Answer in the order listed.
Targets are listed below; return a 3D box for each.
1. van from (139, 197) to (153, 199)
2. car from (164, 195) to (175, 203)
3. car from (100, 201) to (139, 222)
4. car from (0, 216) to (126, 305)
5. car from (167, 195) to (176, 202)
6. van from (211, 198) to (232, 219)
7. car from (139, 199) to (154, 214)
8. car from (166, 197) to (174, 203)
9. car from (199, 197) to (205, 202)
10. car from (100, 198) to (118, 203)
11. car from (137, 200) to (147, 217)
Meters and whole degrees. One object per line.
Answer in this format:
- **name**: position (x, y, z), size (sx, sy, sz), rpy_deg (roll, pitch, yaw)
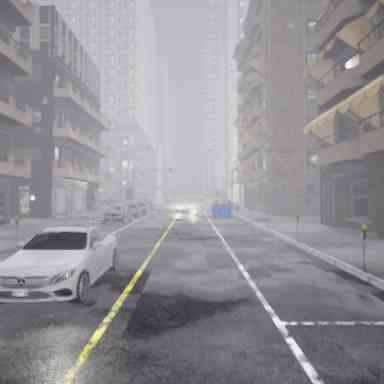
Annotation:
- **van**: position (-5.806, 1.564, 42.027), size (1.690, 1.788, 3.998), rpy_deg (1, 0, 0)
- **car**: position (-5.669, 1.863, 80.092), size (1.967, 1.590, 4.097), rpy_deg (1, 0, 0)
- **car**: position (-5.641, 1.686, 25.404), size (2.008, 1.369, 4.403), rpy_deg (1, 0, 0)
- **car**: position (-3.099, 1.571, 8.338), size (1.812, 1.442, 4.674), rpy_deg (0, 0, 0)
- **car**: position (-5.666, 1.797, 91.243), size (2.192, 1.841, 5.009), rpy_deg (1, 0, 0)
- **van**: position (2.710, 1.506, 30.998), size (1.690, 1.788, 3.998), rpy_deg (1, 0, 0)
- **car**: position (-5.641, 1.760, 36.484), size (1.947, 1.339, 4.313), rpy_deg (1, 0, 0)
- **car**: position (-5.671, 2.035, 85.666), size (1.802, 1.307, 4.206), rpy_deg (1, 0, 0)
- **car**: position (2.709, 2.064, 91.303), size (1.802, 1.307, 4.206), rpy_deg (1, 0, 0)
- **car**: position (-16.487, 1.840, 64.672), size (4.097, 1.590, 1.967), rpy_deg (0, -1, 0)
- **car**: position (-5.641, 1.747, 30.945), size (1.802, 1.307, 4.206), rpy_deg (1, 0, 0)
